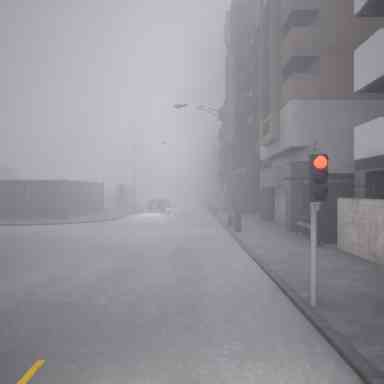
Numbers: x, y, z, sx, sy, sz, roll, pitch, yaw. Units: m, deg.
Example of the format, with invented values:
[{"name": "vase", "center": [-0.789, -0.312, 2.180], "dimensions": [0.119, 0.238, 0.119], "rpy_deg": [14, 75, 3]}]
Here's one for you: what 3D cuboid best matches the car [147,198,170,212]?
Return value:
[{"name": "car", "center": [-4.138, 1.491, 39.350], "dimensions": [2.128, 1.511, 4.902], "rpy_deg": [0, 0, 0]}]
